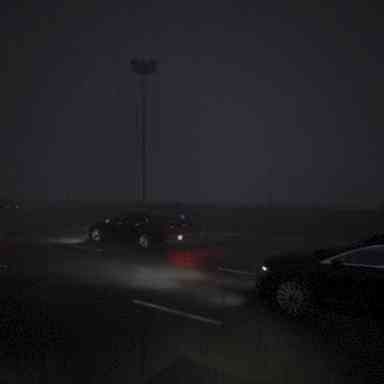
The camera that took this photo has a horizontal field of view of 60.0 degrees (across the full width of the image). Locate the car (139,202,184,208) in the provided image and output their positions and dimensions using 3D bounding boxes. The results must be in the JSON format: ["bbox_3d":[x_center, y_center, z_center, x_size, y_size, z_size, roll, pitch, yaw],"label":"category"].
[{"bbox_3d":[-2.219,1.359,18.474,4.553,1.767,2.097,0,0,35],"label":"car"}]

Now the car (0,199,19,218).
[{"bbox_3d":[-17.176,1.372,29.141,4.553,1.767,2.097,0,0,35],"label":"car"}]

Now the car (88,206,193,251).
[{"bbox_3d":[-2.426,1.511,14.321,4.892,1.490,1.837,0,0,35],"label":"car"}]

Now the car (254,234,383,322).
[{"bbox_3d":[3.516,1.492,5.782,4.902,1.511,2.128,0,0,36],"label":"car"}]
